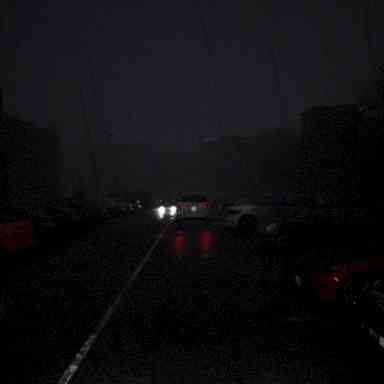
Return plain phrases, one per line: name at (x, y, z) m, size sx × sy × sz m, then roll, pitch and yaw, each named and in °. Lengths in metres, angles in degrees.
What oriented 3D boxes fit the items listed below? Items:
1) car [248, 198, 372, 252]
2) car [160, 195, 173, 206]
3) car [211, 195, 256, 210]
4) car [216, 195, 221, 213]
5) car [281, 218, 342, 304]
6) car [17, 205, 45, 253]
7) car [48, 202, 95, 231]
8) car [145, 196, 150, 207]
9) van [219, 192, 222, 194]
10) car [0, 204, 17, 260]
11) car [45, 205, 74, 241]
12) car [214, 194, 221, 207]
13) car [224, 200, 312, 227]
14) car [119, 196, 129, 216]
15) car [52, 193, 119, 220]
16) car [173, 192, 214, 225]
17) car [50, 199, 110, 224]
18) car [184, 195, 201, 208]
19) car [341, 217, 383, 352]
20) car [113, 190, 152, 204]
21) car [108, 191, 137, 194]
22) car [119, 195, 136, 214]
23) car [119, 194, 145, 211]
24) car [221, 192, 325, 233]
car at (4.681, 1.252, 12.676) m, size 4.553 × 1.767 × 2.185 m, roll 0°, pitch 0°, yaw 0°
car at (-3.102, 1.112, 43.182) m, size 1.895 × 1.301 × 4.718 m, roll 0°, pitch 2°, yaw -1°
car at (4.642, 1.146, 37.707) m, size 4.892 × 1.521 × 2.231 m, roll 0°, pitch 2°, yaw 0°
car at (4.643, 1.267, 26.645) m, size 4.892 × 1.521 × 2.231 m, roll 0°, pitch 0°, yaw 0°
car at (4.619, 1.453, 6.967) m, size 4.792 × 1.488 × 2.163 m, roll 0°, pitch 0°, yaw 0°
car at (-7.649, 1.267, 10.827) m, size 4.553 × 1.767 × 2.185 m, roll 0°, pitch 0°, yaw 0°
car at (-7.678, 1.384, 16.829) m, size 4.674 × 1.452 × 2.002 m, roll 0°, pitch 0°, yaw 0°
car at (-7.687, 1.154, 37.292) m, size 5.008 × 1.535 × 2.097 m, roll 0°, pitch 1°, yaw 0°
van at (4.532, 0.969, 34.896) m, size 4.442 × 1.987 × 1.878 m, roll 0°, pitch 1°, yaw 0°
car at (-7.709, 1.163, 8.013) m, size 5.566 × 2.045 × 2.435 m, roll 0°, pitch 0°, yaw 0°
car at (-7.678, 1.409, 13.766) m, size 4.674 × 1.452 × 2.002 m, roll 0°, pitch 0°, yaw 0°
car at (4.655, 1.224, 32.105) m, size 4.892 × 1.521 × 2.231 m, roll 0°, pitch 1°, yaw 0°
car at (4.643, 1.312, 20.934) m, size 5.008 × 1.535 × 2.097 m, roll 0°, pitch 0°, yaw 0°
car at (-7.687, 1.276, 25.518) m, size 4.892 × 1.521 × 2.231 m, roll 0°, pitch 0°, yaw 0°
car at (-7.712, 1.172, 22.705) m, size 4.553 × 1.767 × 2.185 m, roll 0°, pitch 0°, yaw 0°
car at (0.098, 1.041, 22.401) m, size 2.150 × 2.045 × 5.566 m, roll 0°, pitch 0°, yaw 0°
car at (-7.710, 1.350, 19.768) m, size 4.792 × 1.488 × 2.163 m, roll 0°, pitch 0°, yaw 0°
car at (0.045, 1.135, 41.293) m, size 1.994 × 1.385 × 4.181 m, roll 0°, pitch 2°, yaw -1°
car at (4.681, 1.320, 4.170) m, size 4.553 × 1.767 × 2.185 m, roll 0°, pitch 0°, yaw 0°
car at (-7.653, 0.831, 40.231) m, size 5.566 × 2.045 × 2.435 m, roll 0°, pitch 1°, yaw 0°
car at (-7.651, 1.073, 34.461) m, size 4.553 × 1.767 × 2.185 m, roll 0°, pitch 1°, yaw 0°
car at (-7.866, 1.247, 28.581) m, size 5.366 × 1.575 × 1.946 m, roll 0°, pitch 0°, yaw 0°
car at (-7.496, 1.224, 31.521) m, size 5.366 × 1.575 × 1.946 m, roll 0°, pitch 0°, yaw 0°
car at (4.621, 1.083, 18.137) m, size 5.566 × 2.045 × 2.435 m, roll 0°, pitch 0°, yaw 0°
